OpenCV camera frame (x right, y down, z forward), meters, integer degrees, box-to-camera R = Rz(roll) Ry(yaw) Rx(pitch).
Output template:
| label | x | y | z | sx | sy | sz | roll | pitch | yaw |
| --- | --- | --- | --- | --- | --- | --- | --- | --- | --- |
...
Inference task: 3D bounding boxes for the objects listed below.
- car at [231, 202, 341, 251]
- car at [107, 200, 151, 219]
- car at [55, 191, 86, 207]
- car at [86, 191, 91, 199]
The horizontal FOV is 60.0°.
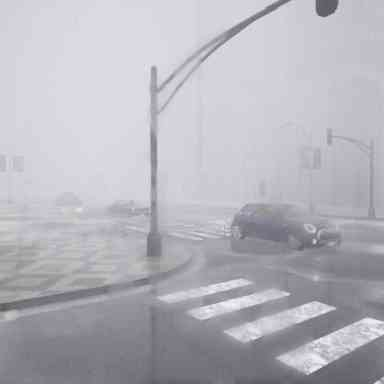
| label | x | y | z | sx | sy | sz | roll | pitch | yaw |
| --- | --- | --- | --- | --- | --- | --- | --- | --- | --- |
| car | 3.739 | 1.250 | 13.822 | 2.097 | 1.767 | 4.553 | 0 | 1 | -36 |
| car | -4.856 | 1.293 | 25.754 | 1.895 | 1.301 | 4.718 | 0 | 1 | -36 |
| car | -14.637 | 0.803 | 39.357 | 2.097 | 1.767 | 4.553 | 0 | 1 | -36 |
| car | -21.705 | 0.520 | 66.168 | 1.882 | 1.535 | 5.008 | 0 | 1 | -36 |
